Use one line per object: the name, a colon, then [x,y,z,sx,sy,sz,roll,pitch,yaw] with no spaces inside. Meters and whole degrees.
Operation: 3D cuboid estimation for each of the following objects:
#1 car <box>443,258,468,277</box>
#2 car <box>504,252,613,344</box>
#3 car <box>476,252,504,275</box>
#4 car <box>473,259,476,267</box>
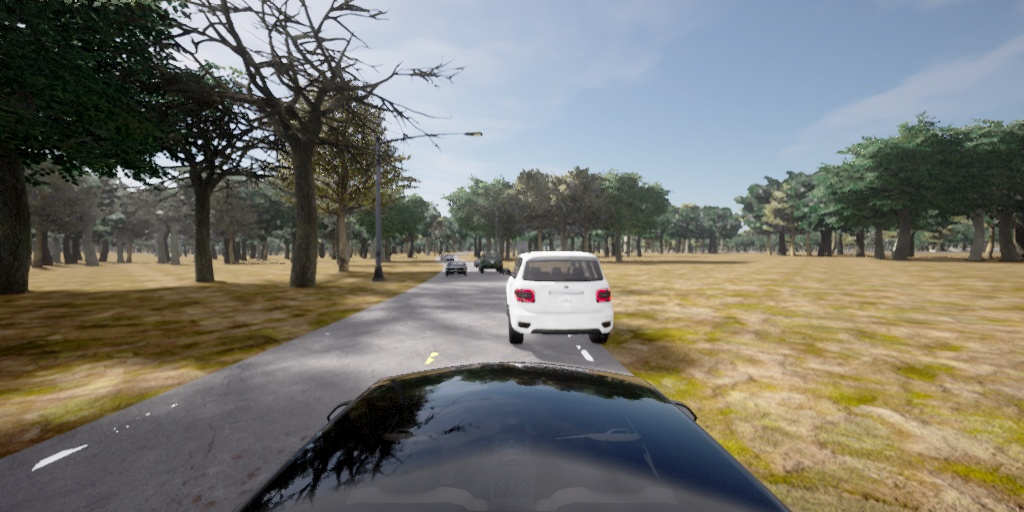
car: [-4.797,1.082,31.271,1.895,1.301,4.718,0,1,-6]
car: [0.959,0.908,9.509,2.150,2.045,5.566,0,1,-2]
car: [-2.200,0.640,36.315,2.150,2.045,5.566,0,1,-8]
car: [-4.036,0.839,48.057,1.994,1.385,4.181,0,1,-10]
